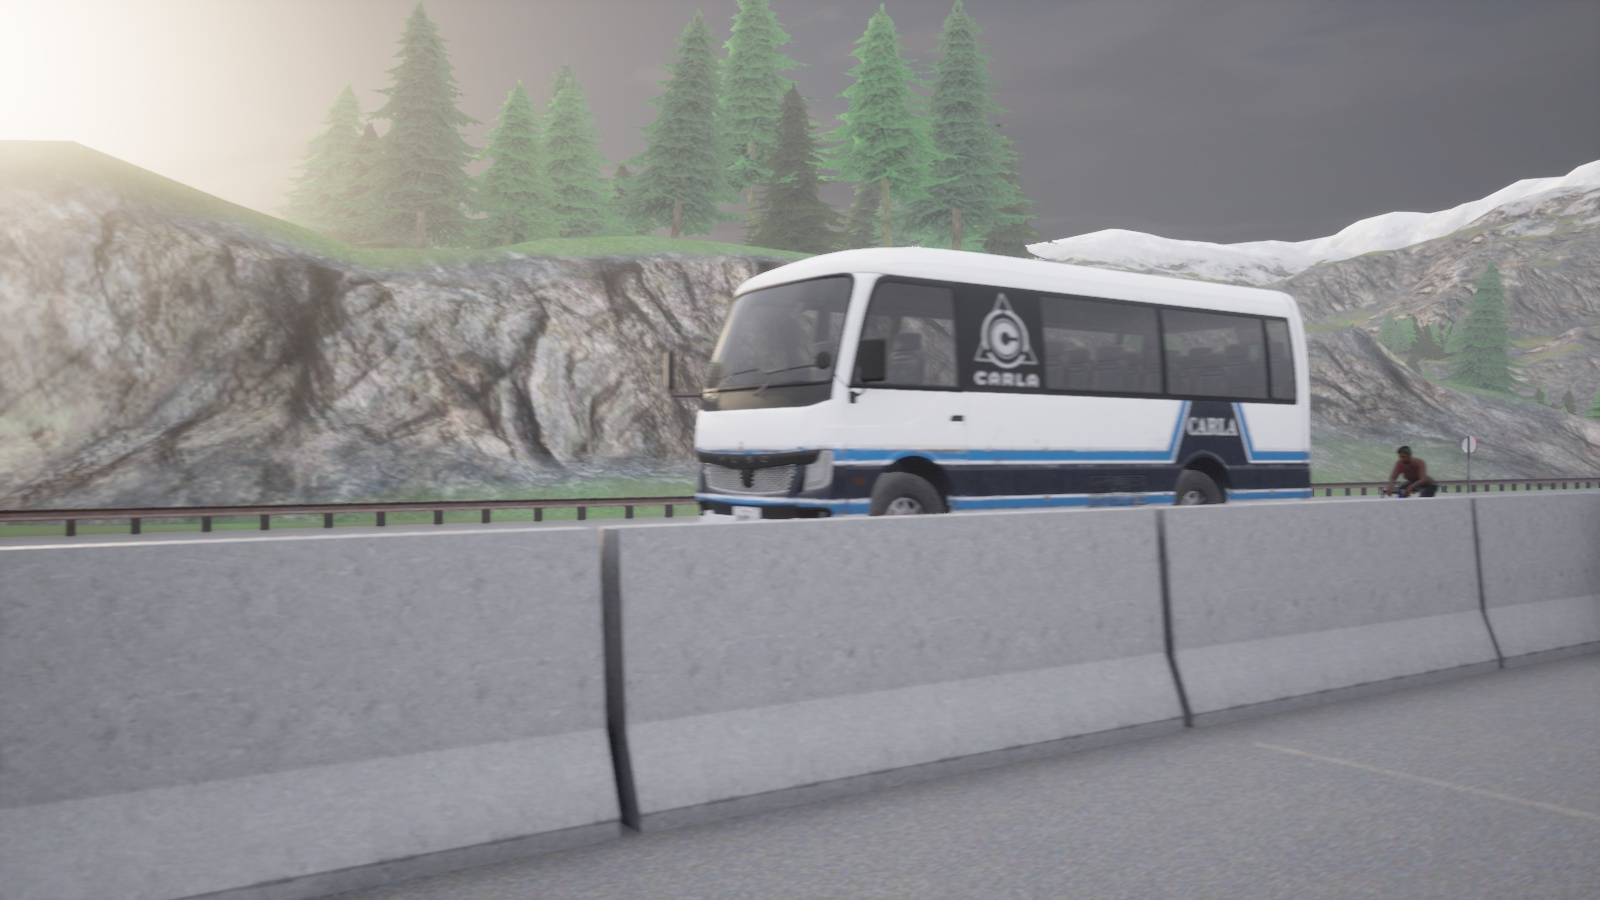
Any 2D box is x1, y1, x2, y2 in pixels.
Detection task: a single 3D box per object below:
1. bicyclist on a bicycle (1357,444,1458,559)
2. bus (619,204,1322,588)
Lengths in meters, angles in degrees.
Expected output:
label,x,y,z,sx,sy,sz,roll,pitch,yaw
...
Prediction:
label,x,y,z,sx,sy,sz,roll,pitch,yaw
bicyclist on a bicycle,8.901,0.724,18.383,1.656,1.620,0.582,0,0,-35
bus,2.879,-0.592,18.461,10.273,4.253,3.944,0,0,-35
